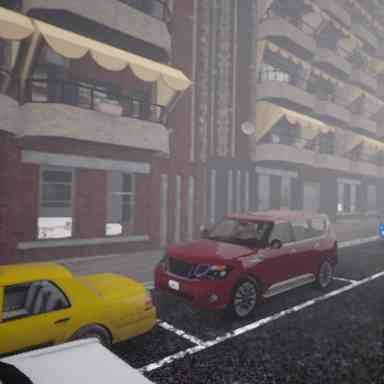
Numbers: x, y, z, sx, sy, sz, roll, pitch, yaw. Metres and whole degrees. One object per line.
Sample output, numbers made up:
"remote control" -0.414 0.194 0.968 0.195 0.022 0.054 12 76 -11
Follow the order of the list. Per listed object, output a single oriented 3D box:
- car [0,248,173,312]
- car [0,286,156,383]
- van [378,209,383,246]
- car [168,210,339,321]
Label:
"car" -2.725 1.563 4.008 4.829 1.417 1.752 1 1 -41
"car" -2.131 1.609 1.146 4.718 1.301 1.895 1 -1 -41
"van" 9.896 1.541 15.037 3.998 1.788 1.690 1 1 -41
"car" 1.572 1.406 7.759 5.009 1.841 2.192 1 1 -41
